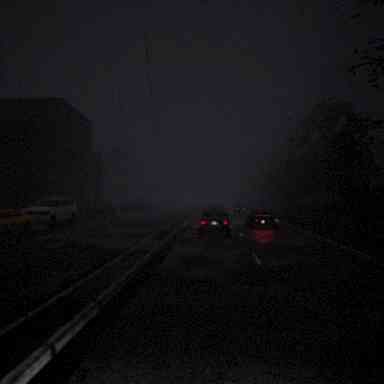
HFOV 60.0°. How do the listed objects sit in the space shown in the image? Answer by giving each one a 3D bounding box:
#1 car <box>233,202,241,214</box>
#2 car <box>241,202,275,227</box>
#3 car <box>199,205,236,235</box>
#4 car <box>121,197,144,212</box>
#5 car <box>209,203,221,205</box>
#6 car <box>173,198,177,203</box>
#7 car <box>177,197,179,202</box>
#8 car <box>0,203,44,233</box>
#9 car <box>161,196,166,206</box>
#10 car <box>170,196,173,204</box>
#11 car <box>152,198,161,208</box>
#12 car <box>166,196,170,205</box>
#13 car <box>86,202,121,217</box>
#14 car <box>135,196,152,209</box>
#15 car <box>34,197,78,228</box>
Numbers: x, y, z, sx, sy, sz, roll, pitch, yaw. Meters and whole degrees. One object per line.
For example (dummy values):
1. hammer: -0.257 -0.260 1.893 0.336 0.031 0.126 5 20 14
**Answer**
1. car: 6.115 1.956 40.918 2.033 1.411 5.357 0 -1 4
2. car: 4.965 1.758 24.875 1.837 1.490 4.892 0 0 4
3. car: 1.368 1.753 20.293 2.033 1.411 5.357 0 -1 4
4. car: -8.699 1.881 46.117 2.231 1.521 4.892 0 -1 4
5. car: 2.815 2.002 40.331 1.895 1.301 4.718 0 -1 4
6. car: -6.105 2.012 84.546 2.435 2.045 5.566 0 -1 4
7. car: -5.724 2.321 90.214 2.231 1.521 4.892 0 -1 4
8. car: -10.583 1.598 18.239 1.946 1.575 5.366 0 -1 4
9. car: -7.232 2.094 67.850 1.946 1.575 5.366 0 -1 4
10. car: -6.488 2.204 78.874 1.946 1.575 5.366 0 -1 4
11. car: -7.751 2.030 60.997 2.231 1.521 4.892 0 -1 5
12. car: -6.845 2.028 73.579 2.185 1.767 4.553 0 -1 4
13. car: -9.450 1.799 35.055 2.163 1.488 4.792 0 -1 4
14. car: -8.329 1.683 51.597 2.435 2.045 5.566 0 -1 4
15. car: -10.188 1.408 24.036 2.435 2.045 5.566 0 -1 4
